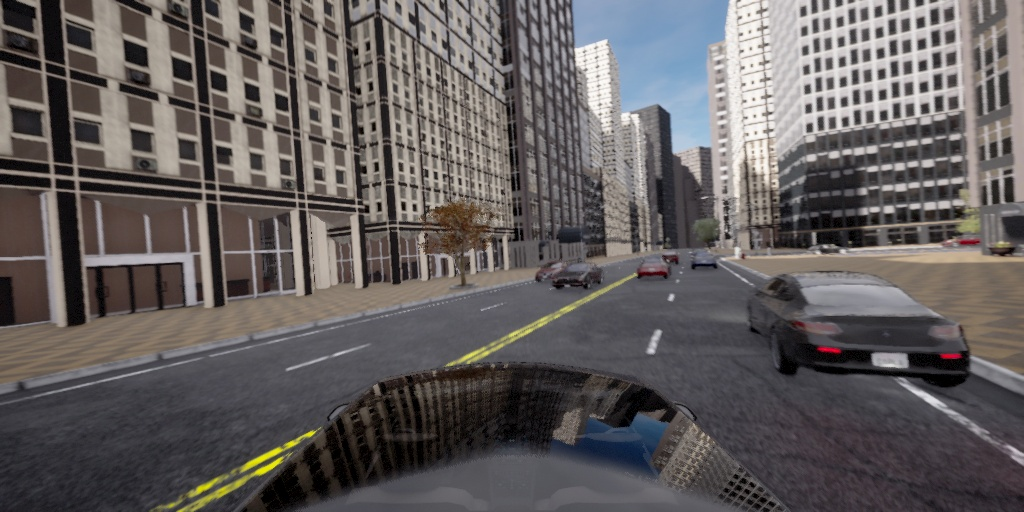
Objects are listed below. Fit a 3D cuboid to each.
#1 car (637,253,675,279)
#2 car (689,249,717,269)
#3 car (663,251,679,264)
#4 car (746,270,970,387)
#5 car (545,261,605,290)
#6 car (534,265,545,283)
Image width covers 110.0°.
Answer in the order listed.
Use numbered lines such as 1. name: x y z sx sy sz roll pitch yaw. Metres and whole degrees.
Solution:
1. car: 9.876 0.756 24.849 1.994 1.385 4.181 -3 0 27
2. car: 16.779 0.357 31.473 1.994 1.385 4.181 -3 0 27
3. car: 18.932 0.157 42.988 1.882 1.535 5.008 -3 0 27
4. car: 5.324 0.967 6.153 1.812 1.442 4.674 -3 0 27
5. car: 3.993 1.081 20.773 2.033 1.411 5.357 -3 0 27
6. car: 3.269 1.107 26.573 1.812 1.442 4.674 -3 0 27
